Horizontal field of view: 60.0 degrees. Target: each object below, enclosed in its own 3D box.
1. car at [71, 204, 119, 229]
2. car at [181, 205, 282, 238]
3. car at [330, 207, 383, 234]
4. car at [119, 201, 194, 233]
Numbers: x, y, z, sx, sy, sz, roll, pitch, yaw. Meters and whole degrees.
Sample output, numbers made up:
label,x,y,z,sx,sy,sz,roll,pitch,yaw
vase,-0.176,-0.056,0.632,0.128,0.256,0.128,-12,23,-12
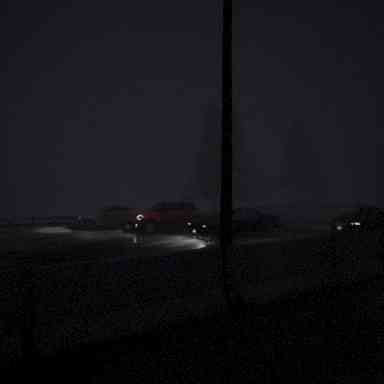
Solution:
label,x,y,z,sx,sy,sz,roll,pitch,yaw
car,-5.247,1.510,21.320,4.674,1.442,1.812,0,0,-32
car,2.400,1.566,17.832,5.357,1.411,2.033,0,0,-31
car,9.543,1.545,17.808,4.902,1.511,2.128,0,0,-28
car,-1.585,1.353,19.456,4.553,1.767,2.097,0,0,-31
